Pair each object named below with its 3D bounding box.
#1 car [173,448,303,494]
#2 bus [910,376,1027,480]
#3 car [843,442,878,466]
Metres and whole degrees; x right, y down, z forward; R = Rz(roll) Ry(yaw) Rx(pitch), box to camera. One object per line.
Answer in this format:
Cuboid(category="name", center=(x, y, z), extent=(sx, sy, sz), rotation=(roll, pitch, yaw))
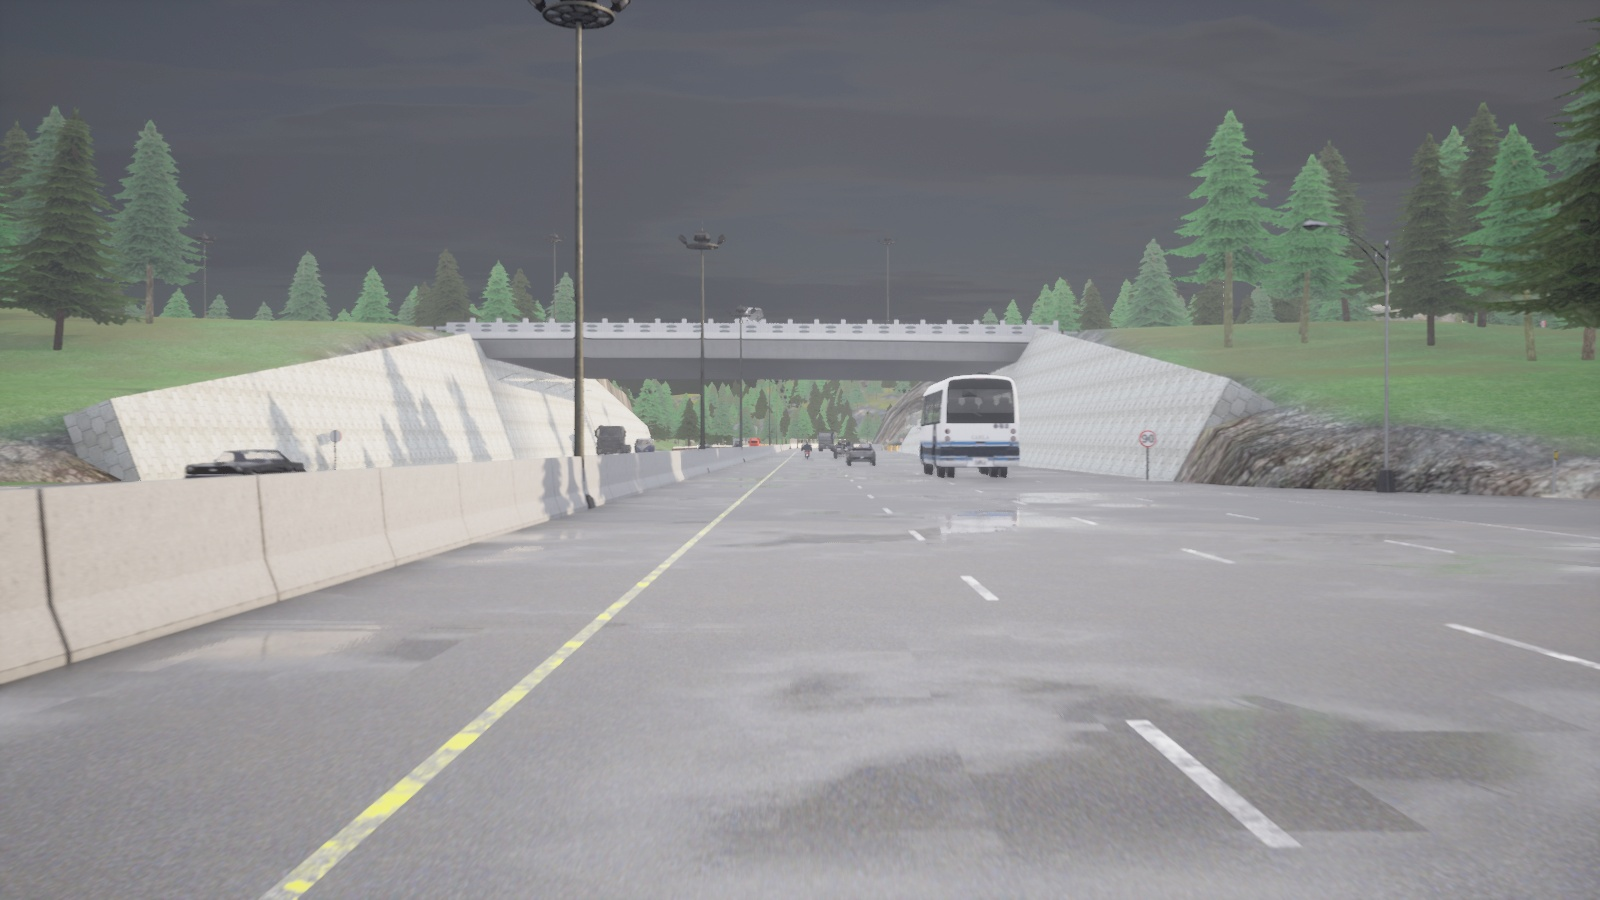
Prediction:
Cuboid(category="car", center=(-17.264, 0.614, 38.871), extent=(1.895, 1.301, 4.718), rotation=(0, 0, 0))
Cuboid(category="bus", center=(7.337, -0.942, 56.434), extent=(3.944, 4.253, 10.273), rotation=(0, 0, 0))
Cuboid(category="car", center=(3.989, 0.237, 83.251), extent=(2.128, 1.511, 4.902), rotation=(0, 0, 0))
